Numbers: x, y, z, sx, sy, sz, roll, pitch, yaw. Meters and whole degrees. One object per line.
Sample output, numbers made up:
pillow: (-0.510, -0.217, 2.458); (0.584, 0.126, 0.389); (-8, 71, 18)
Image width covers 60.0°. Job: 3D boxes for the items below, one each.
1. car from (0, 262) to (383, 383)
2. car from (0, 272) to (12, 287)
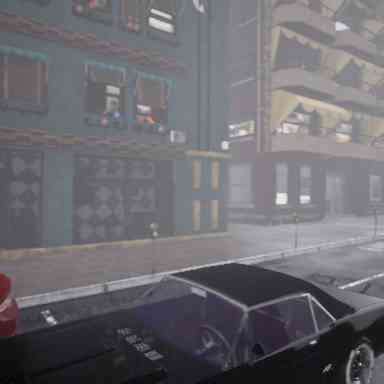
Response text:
car: (0.183, 1.576, 3.510); (4.718, 1.301, 1.895); (-1, 0, -36)
car: (-4.337, 1.564, 3.449); (4.507, 1.381, 1.887); (-1, 2, -36)
